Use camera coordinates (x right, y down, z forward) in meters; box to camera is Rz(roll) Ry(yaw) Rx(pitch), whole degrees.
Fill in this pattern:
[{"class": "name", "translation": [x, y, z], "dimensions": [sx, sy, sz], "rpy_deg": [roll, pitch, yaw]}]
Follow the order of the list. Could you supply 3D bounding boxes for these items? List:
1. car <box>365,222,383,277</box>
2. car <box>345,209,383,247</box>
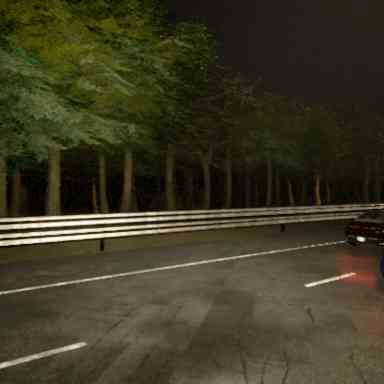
[{"class": "car", "translation": [6.436, 1.505, 8.126], "dimensions": [4.674, 1.442, 1.812], "rpy_deg": [0, 0, -34]}, {"class": "car", "translation": [8.206, 1.471, 13.506], "dimensions": [4.892, 1.490, 1.837], "rpy_deg": [0, 0, -33]}]
